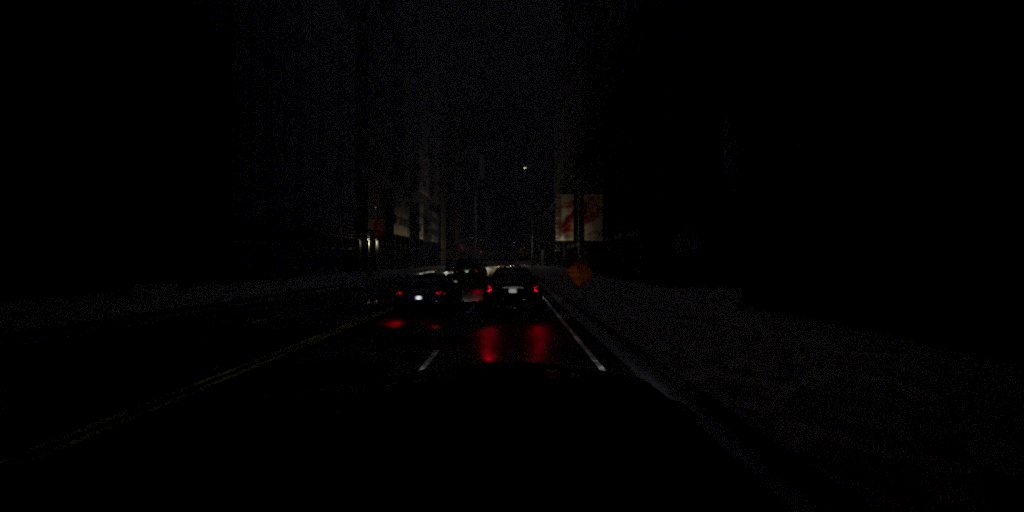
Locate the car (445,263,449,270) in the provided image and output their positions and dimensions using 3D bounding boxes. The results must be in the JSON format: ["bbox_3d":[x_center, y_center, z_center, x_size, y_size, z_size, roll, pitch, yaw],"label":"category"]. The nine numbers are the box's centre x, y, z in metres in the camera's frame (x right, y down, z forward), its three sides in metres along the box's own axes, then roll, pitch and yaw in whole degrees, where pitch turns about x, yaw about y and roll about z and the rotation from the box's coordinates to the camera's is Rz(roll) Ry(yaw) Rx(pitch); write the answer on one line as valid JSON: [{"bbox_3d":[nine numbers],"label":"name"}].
[{"bbox_3d":[-9.804,1.752,59.400,1.882,1.535,5.008,0,-1,0],"label":"car"}]

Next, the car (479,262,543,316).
[{"bbox_3d":[0.045,1.211,14.166,2.097,1.767,4.553,0,-1,0],"label":"car"}]

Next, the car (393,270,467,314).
[{"bbox_3d":[-3.202,1.426,14.374,1.994,1.385,4.181,0,0,1],"label":"car"}]

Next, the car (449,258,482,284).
[{"bbox_3d":[-3.212,1.208,28.203,2.150,2.045,5.566,0,0,0],"label":"car"}]

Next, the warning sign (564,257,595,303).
[{"bbox_3d":[2.850,0.983,15.089,1.300,1.860,1.060,0,0,0],"label":"warning sign"}]
